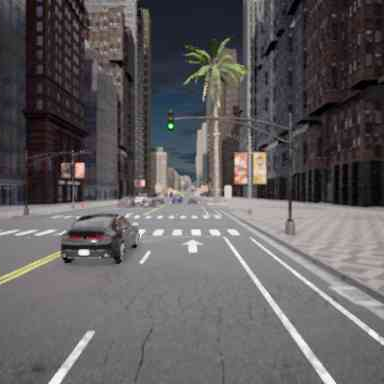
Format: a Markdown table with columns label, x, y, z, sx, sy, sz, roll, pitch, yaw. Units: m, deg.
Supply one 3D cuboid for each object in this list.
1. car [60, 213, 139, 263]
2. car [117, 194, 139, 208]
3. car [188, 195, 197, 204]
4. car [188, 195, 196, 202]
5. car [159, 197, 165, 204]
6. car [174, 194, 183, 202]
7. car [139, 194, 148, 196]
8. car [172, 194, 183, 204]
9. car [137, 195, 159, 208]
| label | x | y | z | sx | sy | sz | roll | pitch | yaw |
| --- | --- | --- | --- | --- | --- | --- | --- | --- | --- |
| car | -3.136 | 1.521 | 12.079 | 1.837 | 1.490 | 4.892 | 0 | 0 | 0 |
| car | -9.758 | 1.442 | 49.721 | 2.097 | 1.767 | 4.553 | 0 | 0 | 0 |
| car | 0.076 | 1.689 | 68.355 | 2.033 | 1.411 | 5.357 | 0 | 0 | 0 |
| car | 0.087 | 1.498 | 78.778 | 1.882 | 1.535 | 5.008 | 0 | 0 | 0 |
| car | -6.438 | 1.683 | 65.347 | 2.033 | 1.411 | 5.357 | 0 | 0 | 0 |
| car | -3.163 | 1.375 | 78.752 | 2.097 | 1.767 | 4.553 | 0 | 0 | 0 |
| car | -9.687 | 1.357 | 65.045 | 2.150 | 2.045 | 5.566 | 0 | 0 | 0 |
| car | -3.174 | 1.668 | 68.775 | 1.812 | 1.442 | 4.674 | 0 | 0 | 0 |
| car | -6.511 | 1.616 | 49.658 | 1.812 | 1.442 | 4.674 | 0 | 0 | 0 |
